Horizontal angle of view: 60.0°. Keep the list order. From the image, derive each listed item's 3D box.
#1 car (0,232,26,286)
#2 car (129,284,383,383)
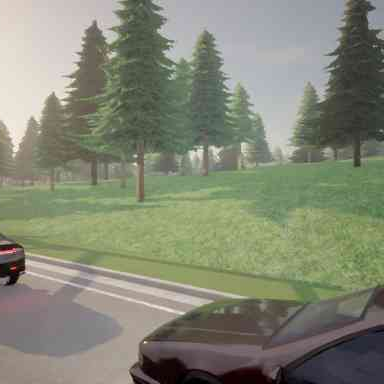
[{"bbox_3d":[-6.015,1.492,8.174,4.902,1.511,2.128,0,0,36],"label":"car"},{"bbox_3d":[1.975,1.547,2.583,5.357,1.411,2.033,0,0,35],"label":"car"}]
